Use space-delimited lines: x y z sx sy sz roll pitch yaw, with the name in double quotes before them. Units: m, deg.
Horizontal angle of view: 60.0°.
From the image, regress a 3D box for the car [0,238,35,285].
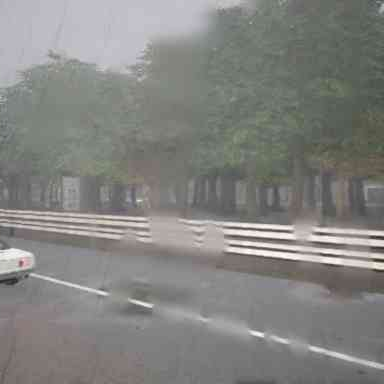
"car" -6.003 1.628 8.269 4.718 1.301 1.895 0 0 35
